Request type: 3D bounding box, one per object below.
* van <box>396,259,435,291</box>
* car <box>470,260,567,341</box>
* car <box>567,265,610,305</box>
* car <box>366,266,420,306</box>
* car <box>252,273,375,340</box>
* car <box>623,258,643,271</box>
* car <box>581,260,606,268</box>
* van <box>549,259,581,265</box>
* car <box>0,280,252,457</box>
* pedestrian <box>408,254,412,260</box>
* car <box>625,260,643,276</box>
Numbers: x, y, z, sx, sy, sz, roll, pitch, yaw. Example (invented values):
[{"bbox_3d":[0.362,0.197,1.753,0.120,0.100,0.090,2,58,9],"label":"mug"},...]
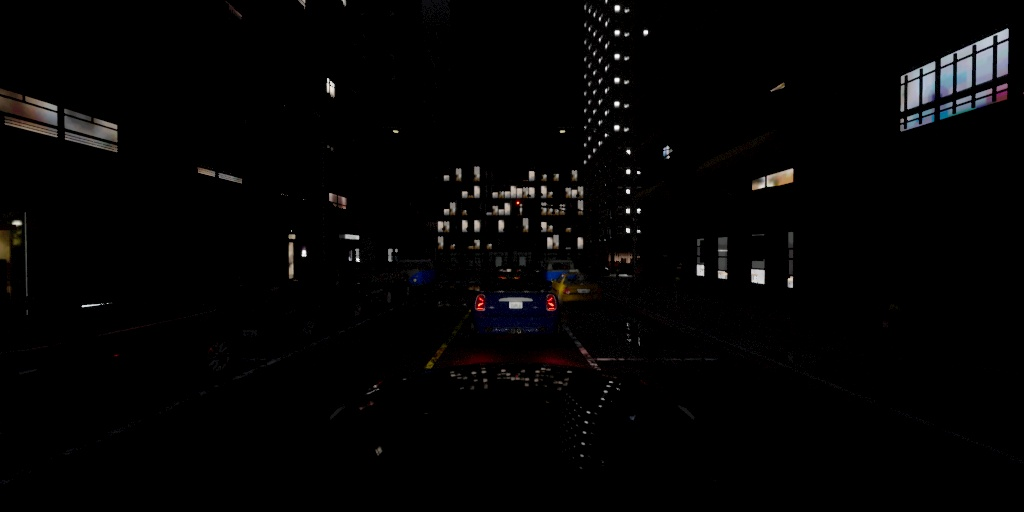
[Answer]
[{"bbox_3d":[-5.692,1.086,21.176,1.690,1.789,3.998,0,0,0],"label":"van"},{"bbox_3d":[0.085,1.100,10.014,2.097,1.767,4.553,0,0,0],"label":"car"},{"bbox_3d":[2.690,1.272,15.716,1.751,1.417,4.829,0,0,0],"label":"car"},{"bbox_3d":[-5.691,1.297,15.574,2.007,1.370,4.403,0,0,0],"label":"car"},{"bbox_3d":[-5.691,1.314,9.972,1.948,1.339,4.313,0,0,0],"label":"car"},{"bbox_3d":[15.232,1.087,40.487,5.009,1.841,2.192,0,0,0],"label":"car"},{"bbox_3d":[7.070,1.162,34.732,4.553,1.767,2.097,0,1,0],"label":"car"},{"bbox_3d":[2.689,1.086,21.148,1.690,1.789,3.998,0,0,0],"label":"van"},{"bbox_3d":[-5.691,1.189,4.371,1.967,1.591,4.097,0,0,0],"label":"car"},{"bbox_3d":[-12.394,0.635,43.577,0.375,1.860,0.375,0,1,0],"label":"pedestrian"},{"bbox_3d":[14.674,1.369,37.890,4.181,1.385,1.994,0,1,0],"label":"car"}]
